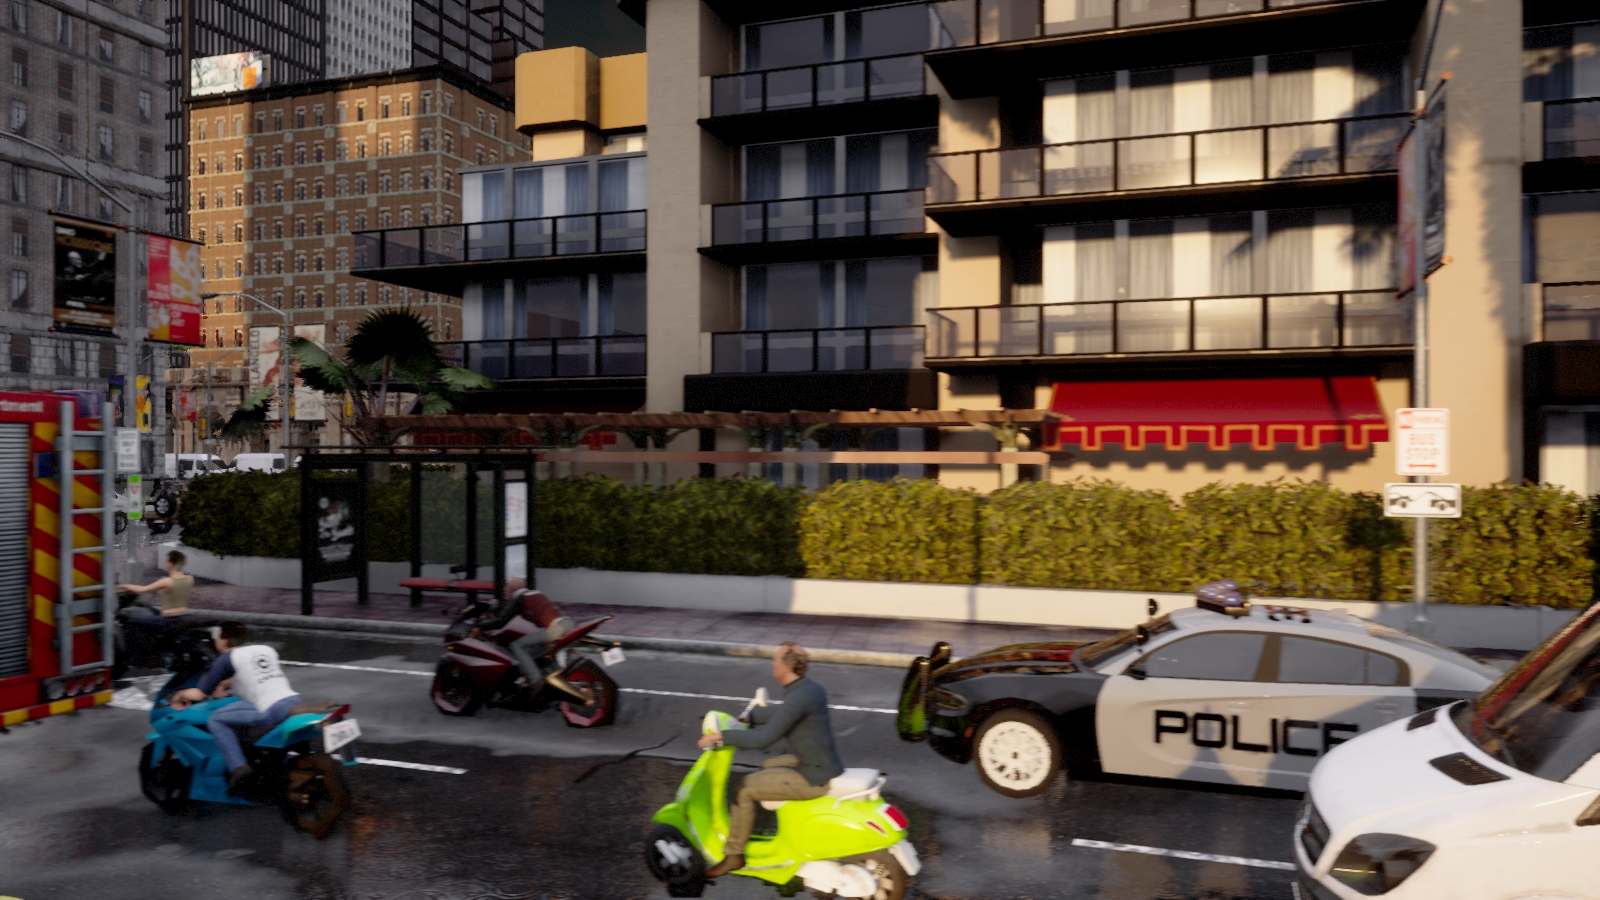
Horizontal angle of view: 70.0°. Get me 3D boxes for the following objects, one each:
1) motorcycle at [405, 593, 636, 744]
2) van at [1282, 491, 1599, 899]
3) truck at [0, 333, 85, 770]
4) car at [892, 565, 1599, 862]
[{"bbox_3d":[-2.883,2.205,11.797,2.209,1.251,0.867,0,0,20],"label":"motorcycle"},{"bbox_3d":[5.403,1.534,5.074,5.915,2.561,1.988,0,0,20],"label":"van"},{"bbox_3d":[-11.203,0.890,10.832,8.468,3.827,2.891,0,0,20],"label":"truck"},{"bbox_3d":[3.588,1.983,9.578,5.238,1.638,2.097,0,0,20],"label":"car"}]
